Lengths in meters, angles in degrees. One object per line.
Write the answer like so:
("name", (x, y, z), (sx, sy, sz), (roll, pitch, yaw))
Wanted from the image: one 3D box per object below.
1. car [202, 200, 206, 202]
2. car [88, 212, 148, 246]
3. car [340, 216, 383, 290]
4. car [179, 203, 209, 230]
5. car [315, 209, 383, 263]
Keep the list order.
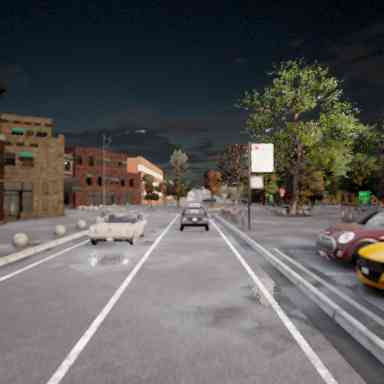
("car", (0.287, 1.940, 36.363), (1.812, 1.442, 4.674), (0, -1, 3))
("car", (-3.312, 1.634, 15.614), (1.895, 1.301, 4.718), (0, -1, 0))
("car", (6.228, 1.421, 7.186), (5.008, 1.535, 2.097), (0, 0, 0))
("car", (0.133, 1.673, 21.751), (2.033, 1.411, 5.357), (0, -1, -1))
("car", (6.230, 1.286, 10.222), (4.553, 1.767, 2.185), (0, 0, 0))
